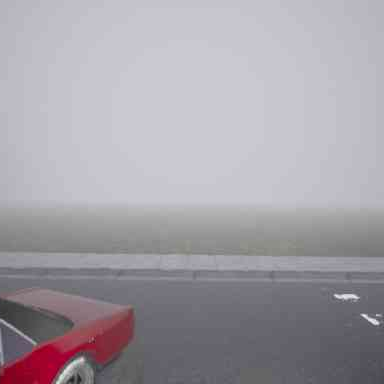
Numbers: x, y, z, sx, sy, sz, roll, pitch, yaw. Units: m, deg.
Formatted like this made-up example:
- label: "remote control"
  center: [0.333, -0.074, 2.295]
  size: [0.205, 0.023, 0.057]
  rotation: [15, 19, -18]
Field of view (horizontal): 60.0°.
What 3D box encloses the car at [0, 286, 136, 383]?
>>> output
- label: "car"
  center: [-2.568, 1.594, 2.477]
  size: [1.895, 1.301, 4.718]
  rotation: [0, 0, 28]
